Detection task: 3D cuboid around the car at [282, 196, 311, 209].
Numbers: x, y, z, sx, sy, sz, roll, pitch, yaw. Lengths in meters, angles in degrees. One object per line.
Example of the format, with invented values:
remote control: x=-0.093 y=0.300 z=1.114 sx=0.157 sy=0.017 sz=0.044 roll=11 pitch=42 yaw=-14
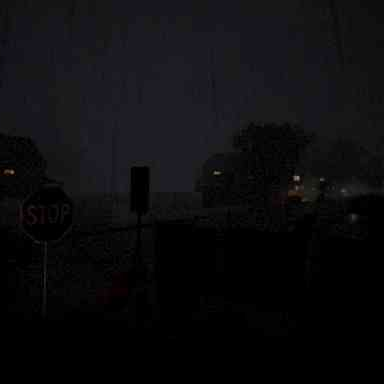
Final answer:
car: x=11.341 y=1.109 z=35.780 sx=2.033 sy=1.411 sz=5.357 roll=2 pitch=2 yaw=35
